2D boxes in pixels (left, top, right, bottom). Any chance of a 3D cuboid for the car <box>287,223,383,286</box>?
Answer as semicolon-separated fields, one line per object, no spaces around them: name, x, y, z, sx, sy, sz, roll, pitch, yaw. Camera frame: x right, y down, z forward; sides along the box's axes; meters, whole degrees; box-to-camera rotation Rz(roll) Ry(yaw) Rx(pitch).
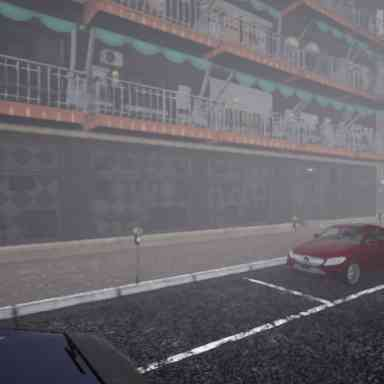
car;4.461;1.558;9.273;4.206;1.307;1.802;0;0;-35

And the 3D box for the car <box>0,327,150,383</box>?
car;-2.126;1.566;1.557;4.181;1.385;1.994;0;0;-35
